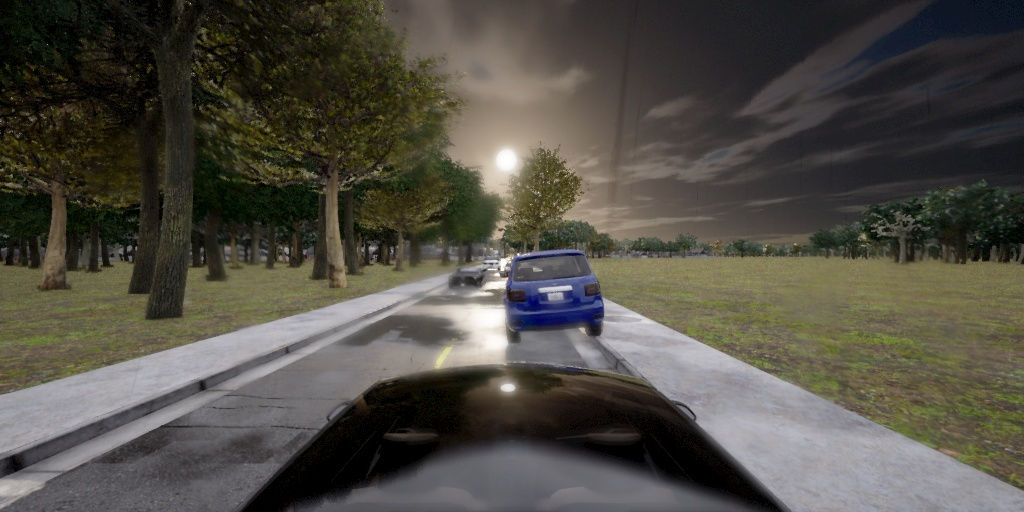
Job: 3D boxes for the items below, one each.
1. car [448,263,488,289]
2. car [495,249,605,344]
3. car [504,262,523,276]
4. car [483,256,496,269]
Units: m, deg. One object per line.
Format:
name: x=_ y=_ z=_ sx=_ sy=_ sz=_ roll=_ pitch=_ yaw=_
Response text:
car: x=-2.825 y=1.351 z=22.876 sx=1.895 sy=1.301 sz=4.718 roll=0 pitch=0 yaw=0
car: x=0.882 y=0.897 z=9.771 sx=2.150 sy=2.045 sz=5.566 roll=-5 pitch=0 yaw=0
car: x=0.121 y=1.352 z=38.265 sx=1.895 sy=1.301 sz=4.718 roll=0 pitch=0 yaw=0
car: x=-2.694 y=0.972 z=48.642 sx=2.150 sy=2.045 sz=5.566 roll=0 pitch=0 yaw=0
